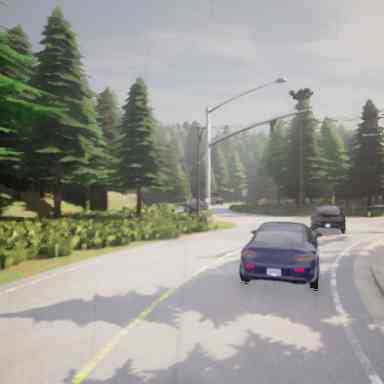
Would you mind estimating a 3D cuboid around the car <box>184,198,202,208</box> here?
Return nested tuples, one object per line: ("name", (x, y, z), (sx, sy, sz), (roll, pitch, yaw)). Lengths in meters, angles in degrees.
("car", (0.274, 1.536, 36.636), (1.837, 1.490, 4.892), (0, 0, -10))

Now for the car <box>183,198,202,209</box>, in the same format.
("car", (0.139, 1.558, 46.547), (1.812, 1.442, 4.674), (0, 0, 11))

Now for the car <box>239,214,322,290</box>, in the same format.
("car", (2.552, 1.538, 9.216), (1.812, 1.442, 4.674), (0, 0, 21))

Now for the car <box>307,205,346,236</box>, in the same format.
("car", (8.208, 1.552, 20.291), (1.837, 1.490, 4.892), (1, 0, 20))

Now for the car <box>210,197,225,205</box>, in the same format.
("car", (3.817, 1.541, 56.215), (2.128, 1.511, 4.902), (0, 0, 32))
